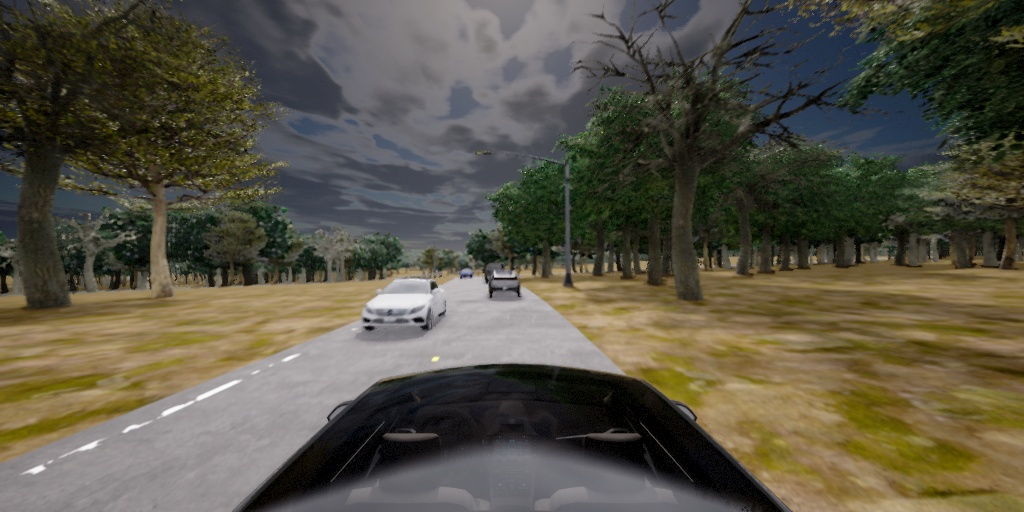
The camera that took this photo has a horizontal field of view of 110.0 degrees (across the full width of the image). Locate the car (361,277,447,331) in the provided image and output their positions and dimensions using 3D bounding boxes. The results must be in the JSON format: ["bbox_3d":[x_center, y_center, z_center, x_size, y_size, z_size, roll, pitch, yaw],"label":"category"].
[{"bbox_3d":[-3.286,1.443,11.773,1.812,1.442,4.674,0,-1,-2],"label":"car"}]

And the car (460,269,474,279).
[{"bbox_3d":[-6.866,2.716,54.458,1.882,1.535,5.008,0,-3,-8],"label":"car"}]

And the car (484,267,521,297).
[{"bbox_3d":[-0.512,1.624,22.095,2.128,1.511,4.902,0,-1,-3],"label":"car"}]

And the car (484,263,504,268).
[{"bbox_3d":[-1.873,1.811,39.481,2.150,2.045,5.566,0,-2,-6],"label":"car"}]
